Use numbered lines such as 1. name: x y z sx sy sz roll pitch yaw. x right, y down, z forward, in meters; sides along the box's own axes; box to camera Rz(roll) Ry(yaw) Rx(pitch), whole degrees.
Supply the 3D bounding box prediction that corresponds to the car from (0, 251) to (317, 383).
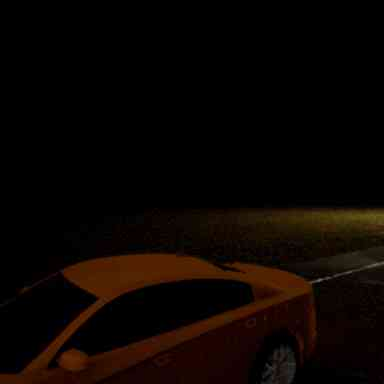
1. car: -0.791 1.469 3.426 5.008 1.535 1.882 0 0 -35
